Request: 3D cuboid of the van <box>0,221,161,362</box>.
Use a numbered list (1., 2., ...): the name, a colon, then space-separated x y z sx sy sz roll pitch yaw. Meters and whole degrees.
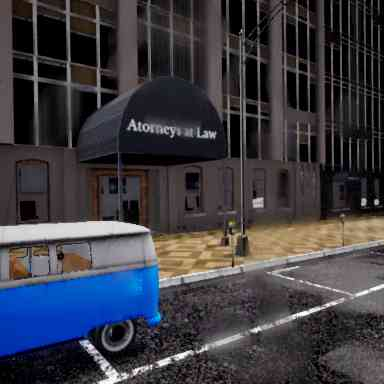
1. van: -2.377 1.341 4.421 3.998 1.788 1.690 0 -1 -36
